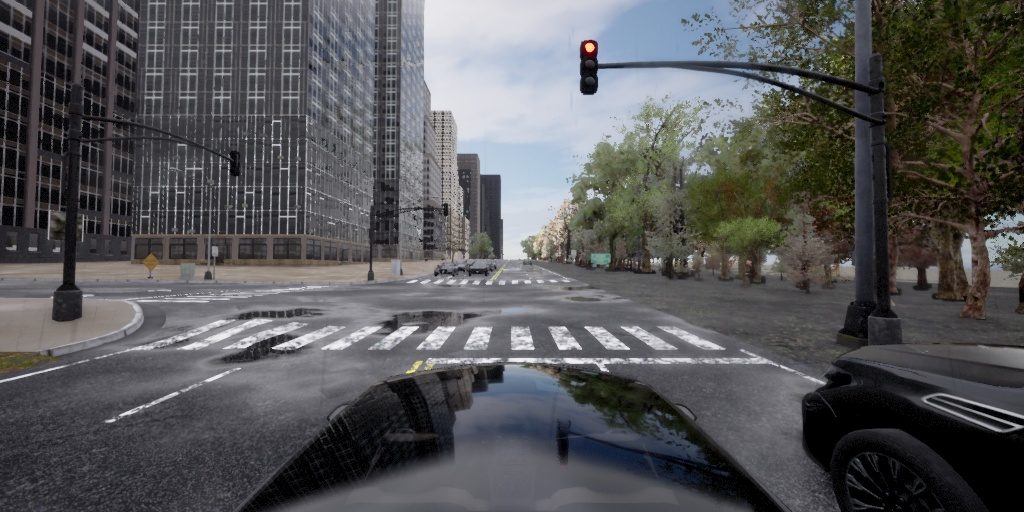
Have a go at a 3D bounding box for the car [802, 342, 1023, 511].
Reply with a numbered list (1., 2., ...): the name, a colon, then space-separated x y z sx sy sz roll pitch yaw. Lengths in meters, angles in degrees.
1. car: 3.359 0.963 0.428 2.150 2.045 5.566 0 0 0

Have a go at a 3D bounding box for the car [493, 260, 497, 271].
1. car: -3.342 1.381 46.459 1.895 1.301 4.718 0 0 0

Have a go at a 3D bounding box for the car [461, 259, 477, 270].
1. car: -6.577 1.264 55.910 1.882 1.535 5.008 0 0 0

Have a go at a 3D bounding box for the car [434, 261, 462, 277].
1. car: -6.589 1.337 36.413 1.994 1.385 4.181 0 0 0

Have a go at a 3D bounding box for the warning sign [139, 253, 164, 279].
1. warning sign: -26.157 0.734 25.921 1.060 1.860 1.300 0 0 -4

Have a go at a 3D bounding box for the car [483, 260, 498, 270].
1. car: -3.336 1.334 56.748 2.033 1.411 5.357 0 0 -1

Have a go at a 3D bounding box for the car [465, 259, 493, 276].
1. car: -3.339 1.251 37.119 1.882 1.535 5.008 0 0 0

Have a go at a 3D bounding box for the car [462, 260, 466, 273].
1. car: -6.591 1.327 45.647 2.033 1.411 5.357 0 0 0
